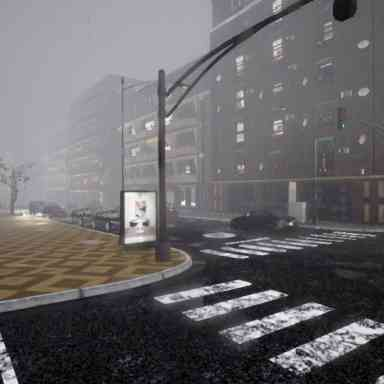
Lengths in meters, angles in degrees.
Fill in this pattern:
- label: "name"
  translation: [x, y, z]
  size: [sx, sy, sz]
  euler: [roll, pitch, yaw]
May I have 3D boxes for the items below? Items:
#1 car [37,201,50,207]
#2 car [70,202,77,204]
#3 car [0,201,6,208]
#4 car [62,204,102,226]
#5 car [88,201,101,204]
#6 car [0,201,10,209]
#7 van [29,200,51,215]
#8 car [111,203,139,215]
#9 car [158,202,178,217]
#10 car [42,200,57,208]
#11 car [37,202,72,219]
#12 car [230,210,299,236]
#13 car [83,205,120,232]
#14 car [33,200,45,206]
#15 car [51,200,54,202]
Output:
- label: "car"
  translation: [-34.647, 2.735, 77.692]
  size: [1.947, 1.339, 4.313]
  euler: [-2, 0, -36]
- label: "car"
  translation: [-21.585, 2.423, 59.647]
  size: [1.802, 1.307, 4.206]
  euler: [-2, 0, -36]
- label: "car"
  translation: [-44.702, 2.861, 77.290]
  size: [1.887, 1.381, 4.507]
  euler: [-2, 0, -36]
- label: "car"
  translation: [-8.885, 1.969, 27.589]
  size: [2.008, 1.369, 4.403]
  euler: [-2, 0, -36]
- label: "car"
  translation: [-15.054, 2.118, 50.627]
  size: [1.967, 1.590, 4.097]
  euler: [-2, 0, -36]
- label: "car"
  translation: [-38.171, 2.703, 68.267]
  size: [2.008, 1.369, 4.403]
  euler: [-2, 0, -36]
- label: "van"
  translation: [-19.884, 2.034, 42.950]
  size: [1.690, 1.788, 3.998]
  euler: [-2, 0, -36]
- label: "car"
  translation: [-8.459, 2.096, 41.648]
  size: [1.802, 1.307, 4.206]
  euler: [-2, 0, -36]
- label: "car"
  translation: [-3.201, 1.824, 34.466]
  size: [1.967, 1.590, 4.097]
  euler: [-2, 0, -36]
- label: "car"
  translation: [-31.385, 2.527, 73.180]
  size: [1.967, 1.590, 4.097]
  euler: [-2, 0, -36]
- label: "car"
  translation: [-14.964, 2.115, 36.064]
  size: [1.887, 1.381, 4.507]
  euler: [-2, 0, -36]
- label: "car"
  translation: [4.184, 1.733, 19.651]
  size: [1.994, 1.385, 4.181]
  euler: [-1, 0, -36]
- label: "car"
  translation: [-5.619, 1.888, 23.078]
  size: [2.008, 1.369, 4.403]
  euler: [-2, 0, -36]
- label: "car"
  translation: [-37.913, 2.796, 82.203]
  size: [1.887, 1.381, 4.507]
  euler: [-2, 0, -36]
- label: "car"
  translation: [-25.430, 2.469, 60.555]
  size: [1.994, 1.385, 4.181]
  euler: [-1, -1, -36]
